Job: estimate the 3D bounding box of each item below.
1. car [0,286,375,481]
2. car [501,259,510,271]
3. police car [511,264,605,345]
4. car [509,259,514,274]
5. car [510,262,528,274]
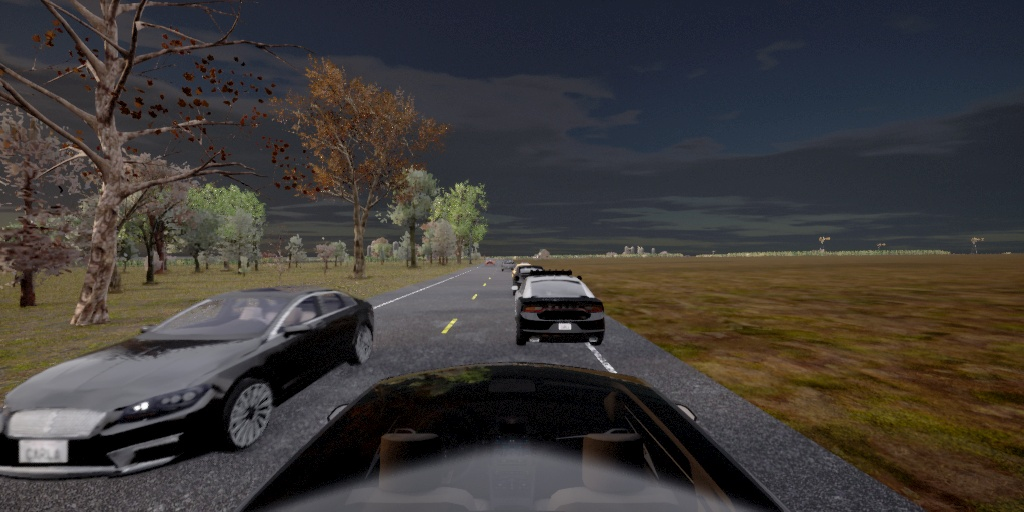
[{"bbox_3d":[-3.615,1.242,5.212,2.128,1.511,4.902,0,0,0],"label":"car"},{"bbox_3d":[-0.468,1.273,48.561,2.128,1.511,4.902,0,0,-1],"label":"car"},{"bbox_3d":[1.022,1.176,9.599,1.930,1.638,5.238,0,0,0],"label":"police car"},{"bbox_3d":[0.892,1.215,25.695,1.801,1.575,5.366,0,0,-1],"label":"car"},{"bbox_3d":[0.952,1.261,19.499,1.837,1.490,4.892,0,0,0],"label":"car"}]
